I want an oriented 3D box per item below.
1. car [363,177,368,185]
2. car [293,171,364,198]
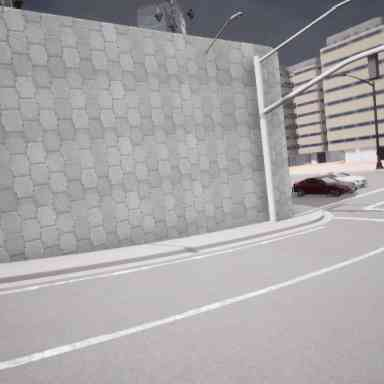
[{"bbox_3d":[11.890,-0.967,27.391,1.812,1.442,4.674,-10,6,-35],"label":"car"},{"bbox_3d":[9.646,-0.449,24.560,1.812,1.442,4.674,-10,6,-34],"label":"car"}]
